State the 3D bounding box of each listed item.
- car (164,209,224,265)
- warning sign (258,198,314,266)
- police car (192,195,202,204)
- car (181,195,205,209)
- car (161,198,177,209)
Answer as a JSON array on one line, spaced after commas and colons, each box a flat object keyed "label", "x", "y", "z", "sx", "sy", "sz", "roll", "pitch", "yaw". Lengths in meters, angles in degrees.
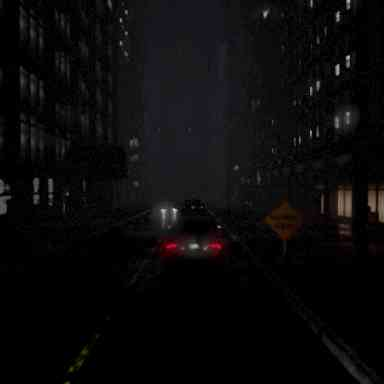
[{"label": "car", "x": 0.071, "y": 1.556, "z": 11.701, "sx": 2.033, "sy": 1.411, "sz": 5.357, "roll": 0, "pitch": 0, "yaw": 0}, {"label": "warning sign", "x": 2.732, "y": 1.122, "z": 9.815, "sx": 1.300, "sy": 1.860, "sz": 1.060, "roll": 1, "pitch": 1, "yaw": 0}, {"label": "police car", "x": 1.064, "y": 1.532, "z": 69.946, "sx": 1.930, "sy": 1.638, "sz": 5.238, "roll": 0, "pitch": 0, "yaw": 0}, {"label": "car", "x": 0.091, "y": 1.384, "z": 31.185, "sx": 2.097, "sy": 1.767, "sz": 4.553, "roll": 0, "pitch": 0, "yaw": 0}, {"label": "car", "x": -3.080, "y": 1.581, "z": 45.911, "sx": 1.812, "sy": 1.442, "sz": 4.674, "roll": 0, "pitch": 0, "yaw": 0}]
